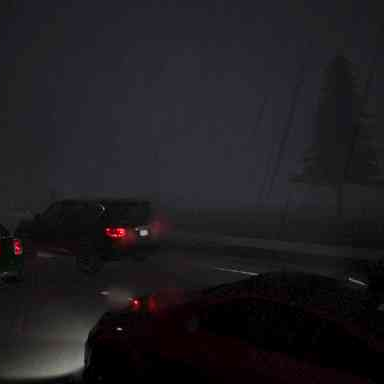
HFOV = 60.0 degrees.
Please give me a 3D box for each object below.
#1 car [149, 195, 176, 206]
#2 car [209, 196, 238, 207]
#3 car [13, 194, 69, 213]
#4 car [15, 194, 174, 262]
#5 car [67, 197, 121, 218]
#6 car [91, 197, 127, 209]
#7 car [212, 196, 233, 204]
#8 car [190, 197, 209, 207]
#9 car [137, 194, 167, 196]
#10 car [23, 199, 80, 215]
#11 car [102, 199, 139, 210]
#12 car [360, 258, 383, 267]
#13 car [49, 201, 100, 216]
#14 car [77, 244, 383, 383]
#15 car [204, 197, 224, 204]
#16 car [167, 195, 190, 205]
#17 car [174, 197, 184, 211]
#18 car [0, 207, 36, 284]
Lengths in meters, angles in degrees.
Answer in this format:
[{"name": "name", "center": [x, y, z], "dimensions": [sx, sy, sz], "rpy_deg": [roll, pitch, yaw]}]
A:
[{"name": "car", "center": [-4.874, 1.352, 55.361], "dimensions": [2.097, 1.767, 4.553], "rpy_deg": [0, 0, 36]}, {"name": "car", "center": [5.100, 1.600, 51.212], "dimensions": [1.895, 1.301, 4.718], "rpy_deg": [0, 0, 36]}, {"name": "car", "center": [-17.317, 1.222, 38.349], "dimensions": [2.150, 2.045, 5.566], "rpy_deg": [0, 0, 36]}, {"name": "car", "center": [-3.505, 1.221, 10.755], "dimensions": [5.566, 2.045, 2.150], "rpy_deg": [0, 0, 36]}, {"name": "car", "center": [-9.235, 1.352, 31.604], "dimensions": [2.097, 1.767, 4.553], "rpy_deg": [0, 0, 36]}, {"name": "car", "center": [-11.465, 1.505, 46.353], "dimensions": [1.837, 1.490, 4.892], "rpy_deg": [0, 0, 36]}, {"name": "car", "center": [5.956, 1.525, 64.137], "dimensions": [1.812, 1.442, 4.674], "rpy_deg": [0, 0, 37]}, {"name": "car", "center": [1.675, 1.547, 52.462], "dimensions": [2.033, 1.411, 5.357], "rpy_deg": [0, 0, 36]}, {"name": "car", "center": [-6.118, 1.221, 41.811], "dimensions": [2.150, 2.045, 5.566], "rpy_deg": [0, 0, 36]}, {"name": "car", "center": [-14.933, 1.547, 35.679], "dimensions": [2.033, 1.411, 5.357], "rpy_deg": [0, 0, 36]}, {"name": "car", "center": [-9.284, 1.601, 43.408], "dimensions": [1.895, 1.301, 4.718], "rpy_deg": [0, 0, 36]}, {"name": "car", "center": [4.910, 1.478, 4.786], "dimensions": [5.008, 1.535, 1.882], "rpy_deg": [0, 0, 35]}, {"name": "car", "center": [-11.879, 1.601, 33.925], "dimensions": [1.895, 1.301, 4.718], "rpy_deg": [0, 0, 36]}, {"name": "car", "center": [0.802, 1.564, 3.417], "dimensions": [4.181, 1.385, 1.994], "rpy_deg": [0, 0, 35]}, {"name": "car", "center": [4.531, 1.668, 68.075], "dimensions": [1.895, 1.301, 4.718], "rpy_deg": [0, 0, 36]}, {"name": "car", "center": [-2.940, 1.478, 52.083], "dimensions": [1.882, 1.535, 5.008], "rpy_deg": [0, 0, 36]}, {"name": "car", "center": [-3.651, 1.547, 39.254], "dimensions": [2.033, 1.411, 5.357], "rpy_deg": [0, 0, 36]}, {"name": "car", "center": [-6.249, 1.352, 8.414], "dimensions": [4.553, 1.767, 2.097], "rpy_deg": [0, 0, 36]}]
